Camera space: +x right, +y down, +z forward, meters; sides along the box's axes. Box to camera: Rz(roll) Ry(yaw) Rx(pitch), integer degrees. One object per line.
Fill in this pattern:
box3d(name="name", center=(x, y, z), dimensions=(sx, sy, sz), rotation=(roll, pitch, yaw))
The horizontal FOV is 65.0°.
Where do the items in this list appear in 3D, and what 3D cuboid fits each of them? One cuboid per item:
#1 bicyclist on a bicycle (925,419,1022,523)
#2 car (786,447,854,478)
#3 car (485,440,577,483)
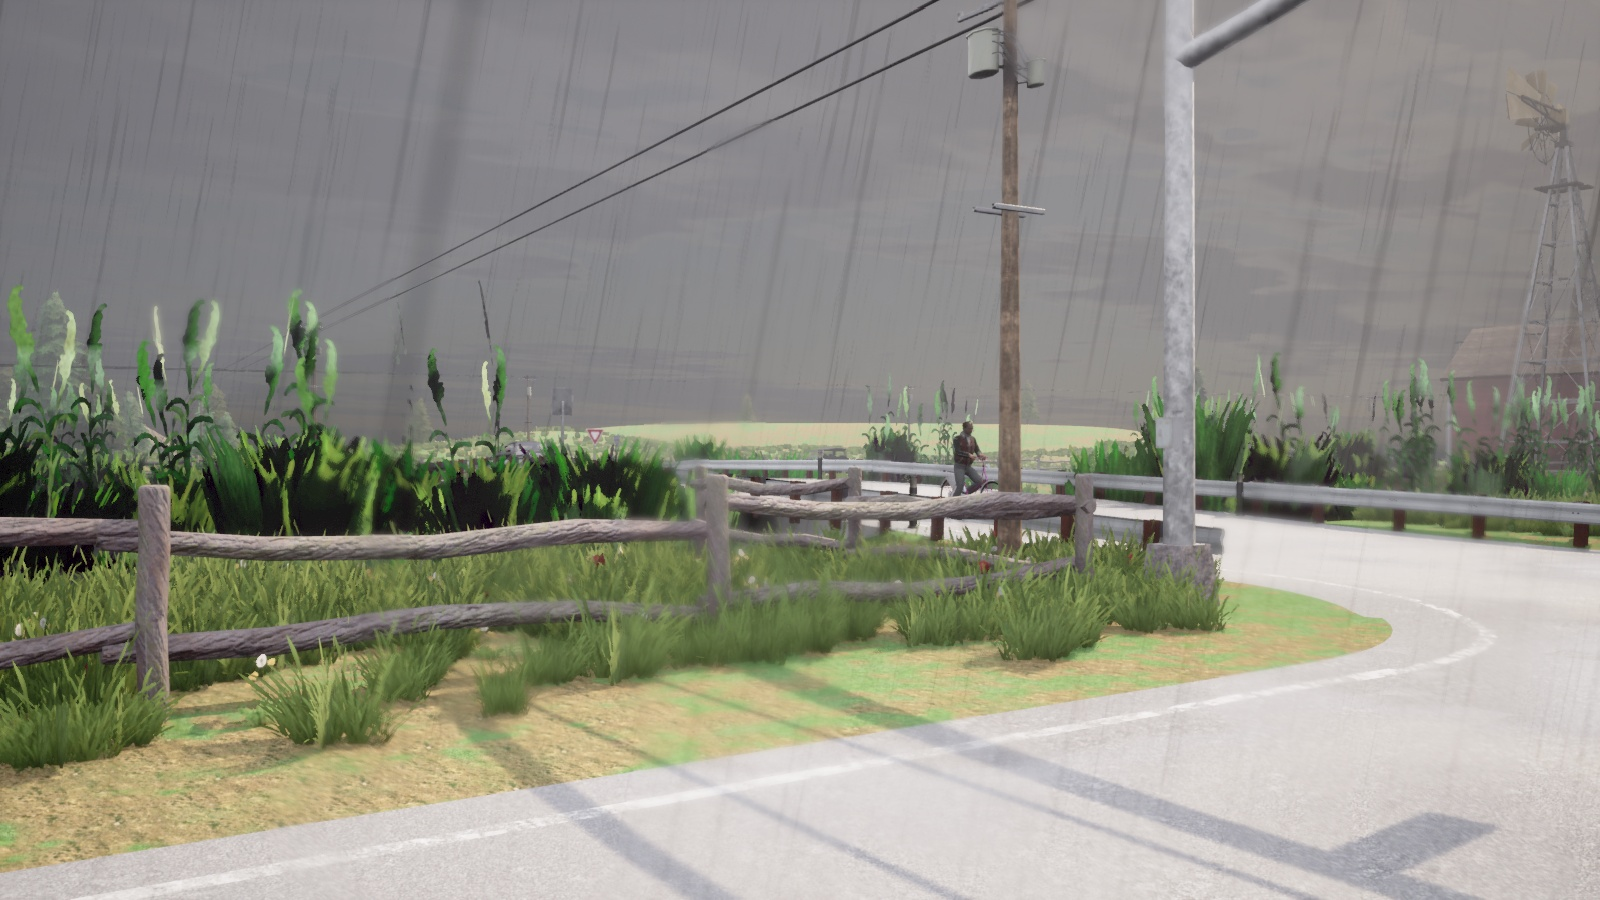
box3d(name="bicyclist on a bicycle", center=(3.128, 0.348, 22.816), dimensions=(0.659, 1.776, 1.843), rotation=(0, 2, -32))
box3d(name="car", center=(1.296, 0.766, 79.153), dimensions=(3.866, 1.878, 1.905), rotation=(0, 0, -32))
box3d(name="car", center=(-9.509, 0.419, 44.147), dimensions=(1.994, 1.385, 4.181), rotation=(0, -2, -30))
